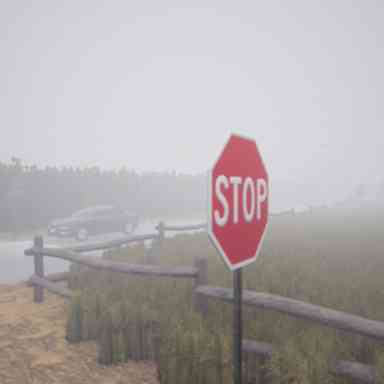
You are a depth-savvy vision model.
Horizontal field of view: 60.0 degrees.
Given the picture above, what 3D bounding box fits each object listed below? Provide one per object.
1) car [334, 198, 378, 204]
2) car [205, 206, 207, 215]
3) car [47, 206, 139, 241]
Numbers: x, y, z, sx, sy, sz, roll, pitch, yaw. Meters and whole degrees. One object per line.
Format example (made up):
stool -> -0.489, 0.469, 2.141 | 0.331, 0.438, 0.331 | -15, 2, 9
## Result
car -> 19.951, 1.390, 40.442 | 4.718, 1.301, 1.895 | -1, 1, 1
car -> 3.281, 1.195, 28.127 | 2.150, 2.045, 5.566 | 0, 0, 35
car -> -4.820, 1.496, 16.790 | 1.837, 1.490, 4.892 | 0, 0, 36
